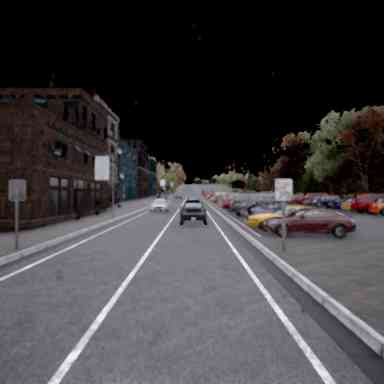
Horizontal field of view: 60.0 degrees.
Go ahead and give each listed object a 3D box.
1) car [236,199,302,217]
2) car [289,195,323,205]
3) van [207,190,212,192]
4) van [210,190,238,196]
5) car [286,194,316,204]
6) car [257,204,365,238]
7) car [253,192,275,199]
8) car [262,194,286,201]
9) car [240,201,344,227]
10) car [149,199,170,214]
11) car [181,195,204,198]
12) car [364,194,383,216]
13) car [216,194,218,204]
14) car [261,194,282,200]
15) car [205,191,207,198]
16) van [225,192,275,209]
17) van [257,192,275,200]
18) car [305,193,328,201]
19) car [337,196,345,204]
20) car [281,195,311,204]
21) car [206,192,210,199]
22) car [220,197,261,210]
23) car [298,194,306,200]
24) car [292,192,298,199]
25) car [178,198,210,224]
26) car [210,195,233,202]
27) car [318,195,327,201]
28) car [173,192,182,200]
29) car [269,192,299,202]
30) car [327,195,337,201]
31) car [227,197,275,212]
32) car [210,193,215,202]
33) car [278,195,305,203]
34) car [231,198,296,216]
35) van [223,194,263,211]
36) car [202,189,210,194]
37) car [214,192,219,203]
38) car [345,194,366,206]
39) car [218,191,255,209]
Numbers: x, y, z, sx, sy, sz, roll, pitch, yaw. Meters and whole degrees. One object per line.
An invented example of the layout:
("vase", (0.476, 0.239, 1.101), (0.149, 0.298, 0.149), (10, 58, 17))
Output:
("car", (6.073, 1.515, 25.563), (4.674, 1.452, 2.002), (0, 0, 0))
("car", (19.261, 1.361, 56.153), (5.008, 1.535, 2.097), (0, 0, 0))
("van", (6.371, 1.025, 78.444), (4.442, 1.987, 1.878), (0, 0, 0))
("van", (6.079, 1.112, 61.808), (4.442, 1.987, 1.878), (0, 0, 0))
("car", (19.234, 1.223, 58.938), (4.553, 1.767, 2.185), (0, 0, 0))
("car", (6.057, 1.544, 17.355), (4.674, 1.452, 2.002), (1, 0, 1))
("car", (19.344, 0.933, 89.570), (5.566, 2.045, 2.435), (0, 0, 0))
("car", (19.339, 1.249, 78.432), (5.008, 1.535, 2.097), (0, 0, 0))
("car", (5.865, 1.491, 19.997), (5.366, 1.575, 1.946), (0, 0, 0))
("car", (-3.347, 1.443, 35.003), (1.812, 1.442, 4.674), (0, 0, 0))
("car", (0.099, 1.388, 41.601), (2.128, 1.511, 4.902), (0, 0, 0))
("car", (19.138, 1.329, 31.088), (4.553, 1.767, 2.185), (0, 0, 0))
("car", (6.323, 1.404, 45.045), (5.366, 1.575, 1.946), (0, 0, 0))
("car", (19.346, 1.274, 81.217), (4.674, 1.452, 2.002), (0, 0, 0))
("car", (6.242, 1.093, 84.137), (4.553, 1.767, 2.185), (0, 0, 0))
("van", (5.983, 1.221, 34.036), (4.442, 1.987, 1.878), (0, 0, 0))
("van", (19.246, 0.975, 86.785), (4.442, 1.987, 1.878), (0, 0, 0))
("car", (19.259, 1.270, 47.796), (4.553, 1.767, 2.185), (0, 0, 0))
("car", (19.374, 1.432, 36.782), (5.366, 1.575, 1.946), (0, 0, 0))
("car", (19.270, 1.336, 61.723), (5.008, 1.535, 2.097), (0, 0, 0))
("car", (6.030, 1.308, 67.313), (5.366, 1.575, 1.946), (0, 0, 0))
("car", (6.122, 1.419, 42.262), (4.892, 1.521, 2.231), (0, 0, 0))
("car", (19.243, 1.386, 50.583), (4.892, 1.521, 2.231), (0, 0, 0))
("car", (19.219, 1.122, 53.366), (5.566, 2.045, 2.435), (0, 0, 0))
("car", (0.100, 1.455, 24.140), (1.837, 1.490, 4.892), (0, 1, 0))
("car", (6.227, 1.337, 70.095), (4.674, 1.452, 2.002), (0, 0, 0))
("car", (19.178, 1.446, 42.229), (4.792, 1.488, 2.163), (0, 0, 0))
("car", (-3.272, 0.820, 76.021), (2.097, 1.767, 4.553), (0, 0, 0))
("car", (19.276, 1.044, 70.075), (5.566, 2.045, 2.435), (0, 0, 0))
("car", (19.204, 1.426, 39.442), (5.008, 1.535, 2.097), (0, 0, 0))
("car", (6.083, 1.457, 31.130), (4.892, 1.521, 2.231), (0, 0, 0))
("car", (6.157, 1.380, 58.962), (4.792, 1.488, 2.163), (0, 0, 0))
("car", (19.288, 1.362, 64.507), (4.674, 1.452, 2.002), (0, 0, 0))
("car", (6.051, 1.495, 28.346), (4.792, 1.488, 2.163), (0, 0, 0))
("van", (6.002, 1.202, 39.478), (4.442, 1.987, 1.878), (0, 0, 0))
("car", (6.331, 0.919, 92.360), (5.566, 2.045, 2.435), (0, 0, 0))
("car", (6.126, 1.261, 50.613), (4.553, 1.767, 2.185), (0, 0, 0))
("car", (19.208, 1.193, 33.997), (5.566, 2.045, 2.435), (0, 0, 0))
("car", (6.080, 1.186, 36.695), (5.566, 2.045, 2.435), (0, 0, 0))
